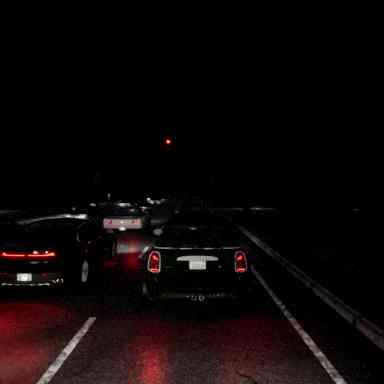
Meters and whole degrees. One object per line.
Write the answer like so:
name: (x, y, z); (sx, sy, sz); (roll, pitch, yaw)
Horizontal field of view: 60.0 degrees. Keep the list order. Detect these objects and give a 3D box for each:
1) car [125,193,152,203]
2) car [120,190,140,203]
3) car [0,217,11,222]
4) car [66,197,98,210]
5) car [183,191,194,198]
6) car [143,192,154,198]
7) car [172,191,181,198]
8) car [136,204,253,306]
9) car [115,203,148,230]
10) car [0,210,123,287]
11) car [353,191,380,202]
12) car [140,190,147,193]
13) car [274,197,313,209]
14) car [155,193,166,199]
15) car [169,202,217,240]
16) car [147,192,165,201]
car: (-7.127, 1.203, 44.952); (2.033, 1.411, 5.357); (0, 0, 0)
car: (-10.625, 0.915, 55.626); (2.097, 1.767, 4.553); (0, 0, 0)
car: (-7.107, 1.551, 10.917); (1.895, 1.301, 4.718); (0, 0, 0)
car: (-10.620, 1.257, 32.350); (2.128, 1.511, 4.902); (0, 0, 0)
car: (-0.571, 0.709, 86.123); (1.812, 1.442, 4.674); (0, 1, -4)
car: (-10.976, 0.745, 84.181); (2.128, 1.511, 4.902); (0, 1, -3)
car: (-4.046, 0.693, 85.626); (1.837, 1.490, 4.892); (0, 1, -4)
car: (0.098, 1.323, 8.118); (2.097, 1.767, 4.553); (0, 0, 0)
car: (-3.412, 1.487, 18.496); (1.895, 1.301, 4.718); (0, 0, 0)
car: (-3.403, 1.468, 9.175); (1.837, 1.490, 4.892); (0, 0, 0)
car: (21.956, 0.923, 39.734); (5.566, 2.045, 2.150); (0, 0, -3)
car: (-10.579, 0.646, 69.510); (2.150, 2.045, 5.566); (0, 1, -1)
car: (12.176, 1.307, 39.178); (4.718, 1.301, 1.895); (0, 1, -3)
car: (-7.204, 0.871, 76.550); (2.033, 1.411, 5.357); (0, 1, -1)
car: (0.083, 1.388, 17.315); (2.128, 1.511, 4.902); (0, 0, 1)
car: (-7.093, 1.010, 65.775); (2.033, 1.411, 5.357); (0, 1, 0)
